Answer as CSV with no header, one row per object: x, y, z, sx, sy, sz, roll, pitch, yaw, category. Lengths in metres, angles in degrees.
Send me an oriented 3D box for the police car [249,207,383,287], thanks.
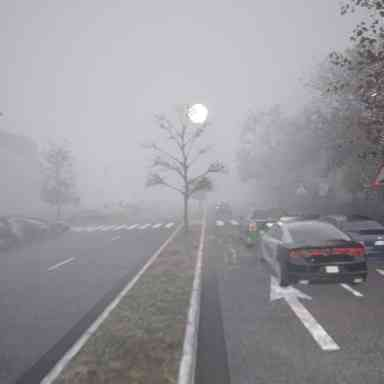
3.095,1.468,9.672,1.930,1.638,5.238,-3,-1,3,police car

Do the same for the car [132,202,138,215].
-10.061,2.586,44.158,4.674,1.452,2.002,-3,-1,-17,car

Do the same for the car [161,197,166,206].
-8.809,2.550,71.155,5.008,1.535,2.097,-4,0,-17,car

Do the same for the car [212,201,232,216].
3.511,1.909,37.878,2.033,1.411,5.357,-3,-1,3,car

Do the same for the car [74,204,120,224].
-10.448,2.495,35.170,4.792,1.488,2.163,-3,-1,-17,car

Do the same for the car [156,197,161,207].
-9.129,2.456,65.152,4.553,1.767,2.185,-4,0,-17,car

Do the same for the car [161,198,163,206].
-8.954,2.607,68.158,4.674,1.452,2.002,-4,0,-17,car

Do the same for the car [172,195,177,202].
-7.896,2.199,92.124,5.566,2.045,2.435,-3,0,-17,car

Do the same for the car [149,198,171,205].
-8.307,2.476,86.086,5.366,1.575,1.946,-4,0,-17,car

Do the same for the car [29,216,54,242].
-11.166,2.361,20.163,4.674,1.452,2.002,-3,0,-17,car

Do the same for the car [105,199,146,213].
-9.908,2.316,47.175,5.566,2.045,2.435,-3,-1,-17,car

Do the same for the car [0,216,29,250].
-11.288,2.165,17.195,4.553,1.767,2.185,-3,0,-17,car

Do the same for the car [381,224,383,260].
5.401,1.510,11.850,2.033,1.411,5.357,-3,-1,3,car

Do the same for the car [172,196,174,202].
-8.092,2.466,83.206,5.366,1.575,1.946,-4,0,-17,car

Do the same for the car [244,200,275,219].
6.315,1.651,31.867,2.128,1.511,4.902,-3,-1,3,car

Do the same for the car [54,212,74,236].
-11.005,2.378,23.178,4.792,1.488,2.163,-3,-1,-17,car

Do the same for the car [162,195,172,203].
-8.396,2.244,80.164,5.566,2.045,2.435,-4,0,-17,car

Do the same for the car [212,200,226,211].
4.114,2.014,51.367,1.994,1.385,4.181,-3,0,3,car

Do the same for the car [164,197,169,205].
-8.514,2.540,77.164,4.792,1.488,2.163,-4,0,-17,car

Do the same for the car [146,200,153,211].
-9.468,2.577,53.214,5.366,1.575,1.946,-3,-1,-17,car

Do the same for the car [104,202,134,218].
-10.372,2.529,41.096,5.366,1.575,1.946,-3,0,-17,car

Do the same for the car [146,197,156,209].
-9.545,2.346,56.149,5.566,2.045,2.435,-3,0,-17,car

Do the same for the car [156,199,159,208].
-9.229,2.633,62.165,4.674,1.452,2.002,-3,0,-17,car

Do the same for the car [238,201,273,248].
3.360,1.451,15.527,2.097,1.767,4.553,-3,-1,3,car
